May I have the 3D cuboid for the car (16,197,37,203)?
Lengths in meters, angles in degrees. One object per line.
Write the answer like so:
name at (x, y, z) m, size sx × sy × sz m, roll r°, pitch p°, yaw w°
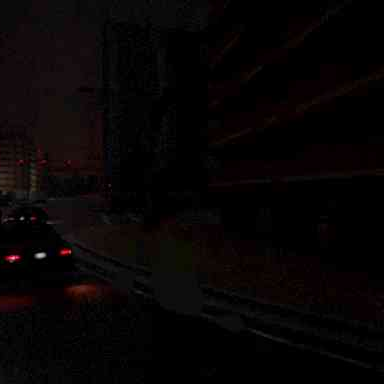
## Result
car at (-28.313, 1.821, 56.809) m, size 1.812 × 1.442 × 4.674 m, roll 0°, pitch 0°, yaw -15°

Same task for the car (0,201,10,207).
car at (-15.017, 1.647, 23.898) m, size 2.128 × 1.511 × 4.902 m, roll 0°, pitch 0°, yaw -17°

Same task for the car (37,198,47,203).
car at (-32.481, 1.963, 71.476) m, size 1.895 × 1.301 × 4.718 m, roll 0°, pitch 0°, yaw -16°

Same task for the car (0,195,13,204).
car at (-31.630, 1.516, 55.702) m, size 2.150 × 2.045 × 5.566 m, roll 0°, pitch 0°, yaw -15°

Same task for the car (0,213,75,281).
car at (-5.142, 1.600, 10.074) m, size 2.033 × 1.411 × 5.357 m, roll 0°, pitch 0°, yaw -36°

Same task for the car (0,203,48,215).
car at (-10.920, 1.674, 22.333) m, size 2.033 × 1.411 × 5.357 m, roll 0°, pitch 0°, yaw -17°

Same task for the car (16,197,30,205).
car at (-35.845, 1.892, 70.509) m, size 1.812 × 1.442 × 4.674 m, roll 0°, pitch 0°, yaw -16°
